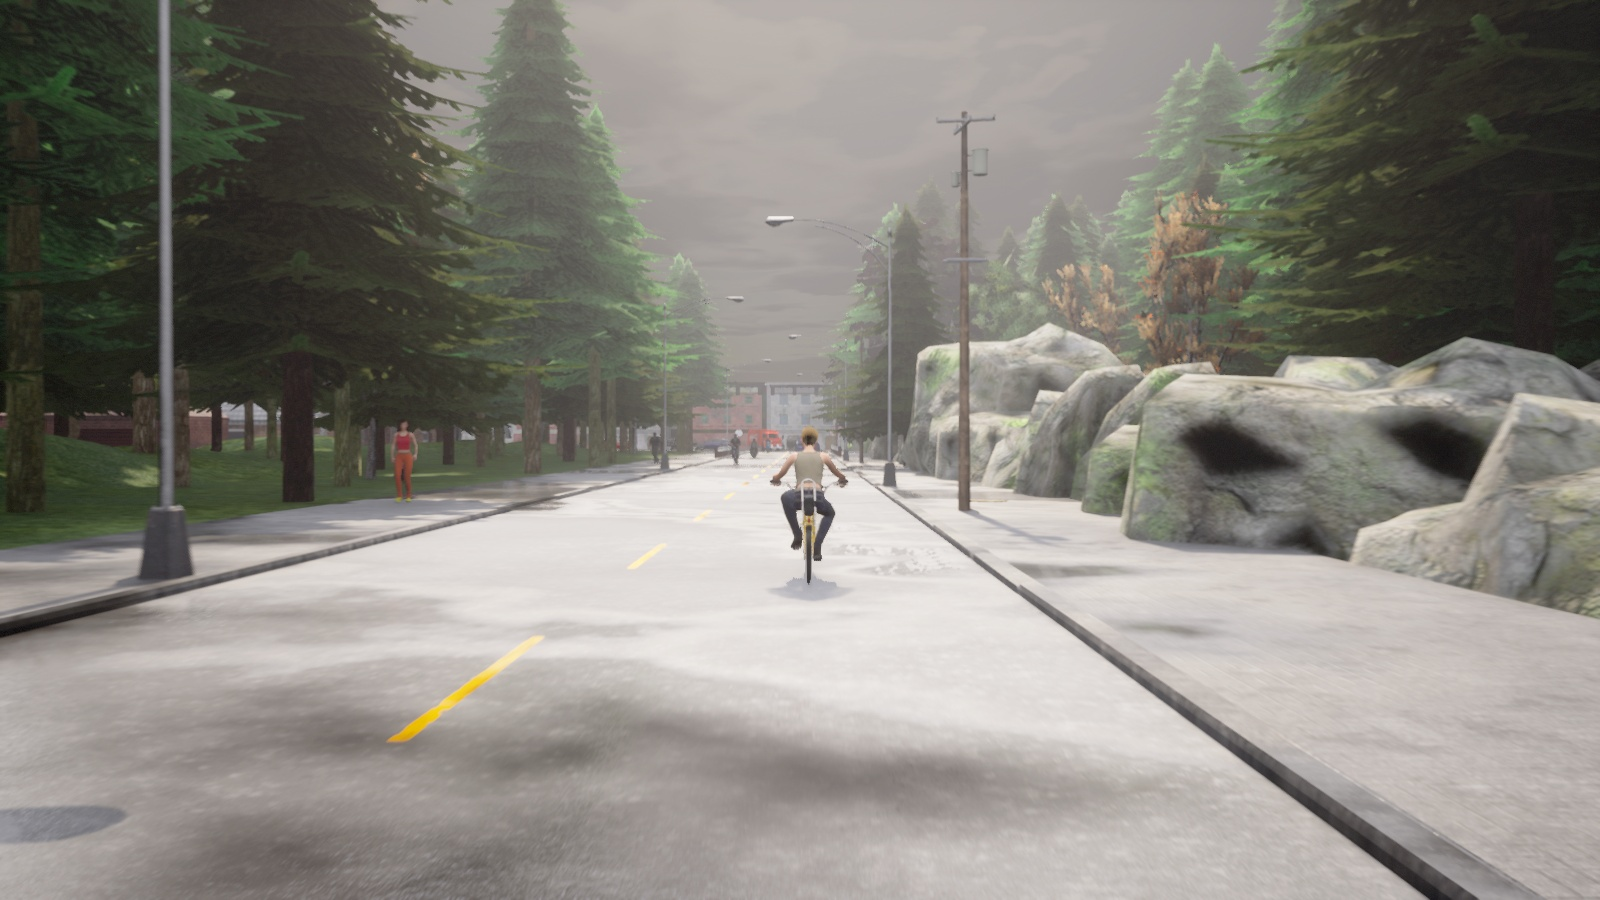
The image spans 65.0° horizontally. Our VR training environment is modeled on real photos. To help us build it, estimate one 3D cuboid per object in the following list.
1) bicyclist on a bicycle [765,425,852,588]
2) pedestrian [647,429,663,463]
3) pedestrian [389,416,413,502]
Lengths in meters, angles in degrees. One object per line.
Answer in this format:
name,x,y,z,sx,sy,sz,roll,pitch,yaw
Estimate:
bicyclist on a bicycle,0.096,0.554,13.239,0.866,1.612,1.509,0,1,1
pedestrian,-7.962,-0.220,68.920,0.563,1.883,0.849,0,1,18
pedestrian,-8.523,0.188,26.835,0.345,1.836,0.594,0,1,-5
